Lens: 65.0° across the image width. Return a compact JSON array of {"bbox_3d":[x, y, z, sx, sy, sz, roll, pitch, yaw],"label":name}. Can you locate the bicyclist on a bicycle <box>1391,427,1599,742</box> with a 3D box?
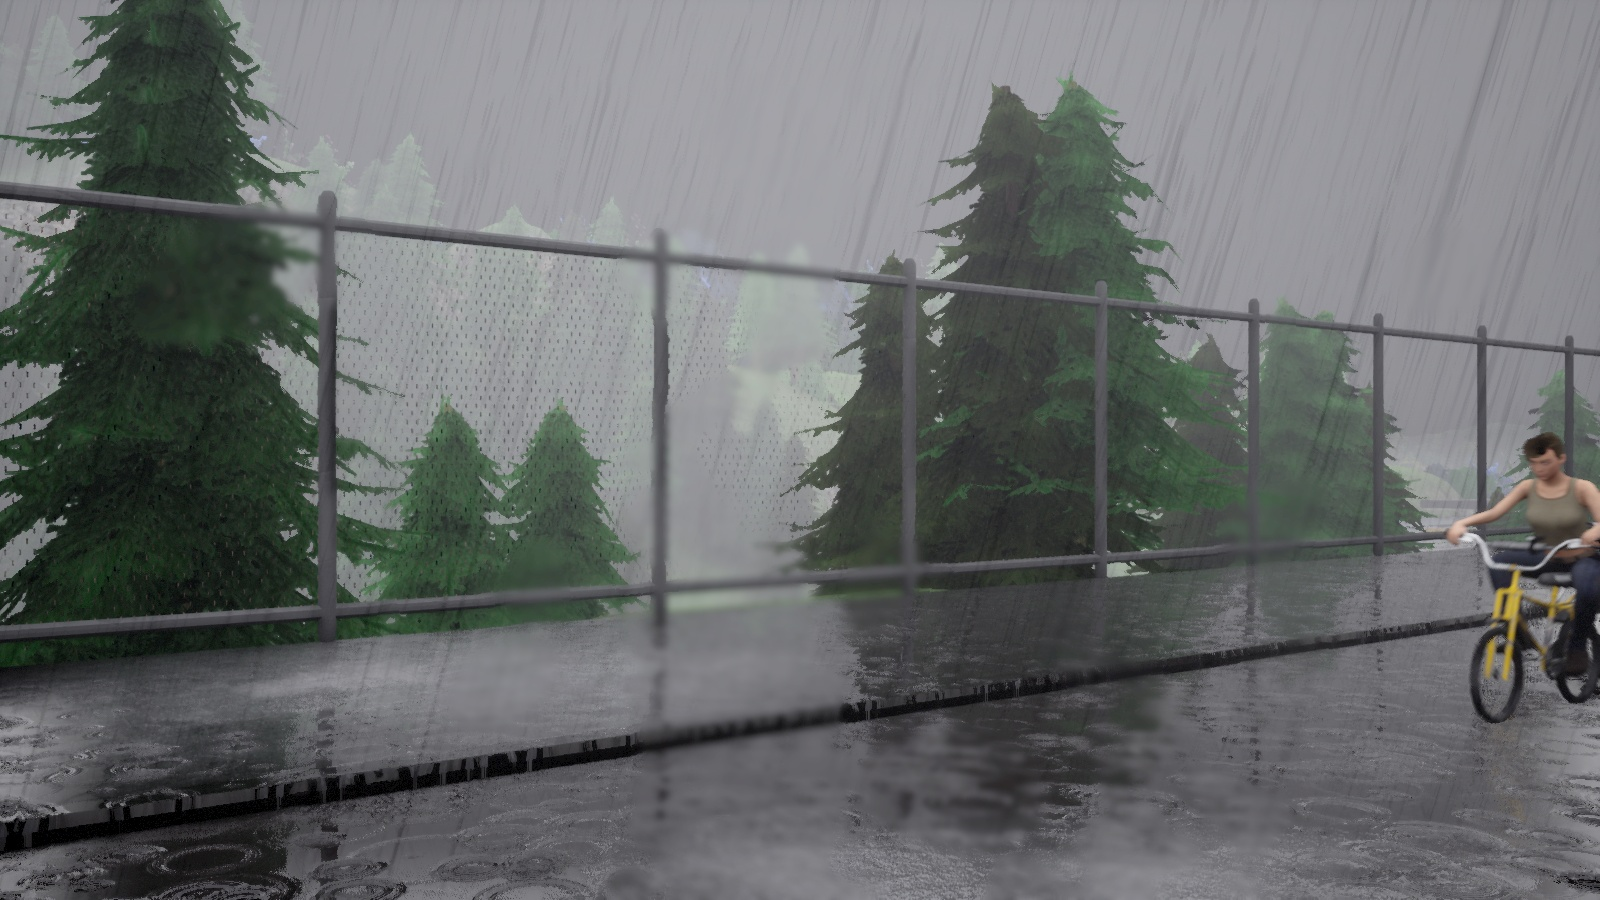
[{"bbox_3d":[4.226,0.687,7.209,1.509,1.612,0.866,0,0,-35],"label":"bicyclist on a bicycle"}]
